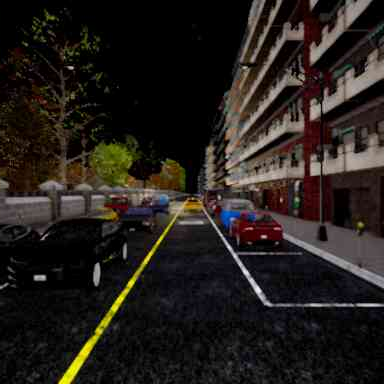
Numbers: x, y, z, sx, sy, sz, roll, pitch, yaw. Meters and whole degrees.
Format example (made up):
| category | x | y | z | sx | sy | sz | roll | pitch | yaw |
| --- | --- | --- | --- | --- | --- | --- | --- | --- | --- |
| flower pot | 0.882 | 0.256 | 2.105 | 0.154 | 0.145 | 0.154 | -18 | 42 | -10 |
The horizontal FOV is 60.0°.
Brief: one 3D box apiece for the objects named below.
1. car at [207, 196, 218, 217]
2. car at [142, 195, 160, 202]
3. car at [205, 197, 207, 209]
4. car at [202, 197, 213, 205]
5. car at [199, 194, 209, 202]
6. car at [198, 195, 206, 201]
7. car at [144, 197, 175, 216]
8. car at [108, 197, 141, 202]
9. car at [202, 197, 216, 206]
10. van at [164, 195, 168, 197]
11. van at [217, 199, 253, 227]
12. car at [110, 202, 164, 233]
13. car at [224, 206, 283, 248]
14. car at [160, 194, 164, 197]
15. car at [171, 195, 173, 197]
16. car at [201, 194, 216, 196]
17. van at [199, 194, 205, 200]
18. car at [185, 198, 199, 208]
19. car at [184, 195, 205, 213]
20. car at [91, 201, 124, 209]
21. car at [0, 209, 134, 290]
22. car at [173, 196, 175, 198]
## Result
| category | x | y | z | sx | sy | sz | roll | pitch | yaw |
| --- | --- | --- | --- | --- | --- | --- | --- | --- | --- |
| car | 2.709 | 1.441 | 31.588 | 1.967 | 1.590 | 4.097 | 0 | 0 | 0 |
| car | -5.665 | 1.448 | 42.853 | 1.967 | 1.590 | 4.097 | 0 | 0 | 0 |
| car | 2.711 | 1.554 | 37.218 | 2.008 | 1.369 | 4.403 | 0 | 0 | 0 |
| car | 2.723 | 1.568 | 59.739 | 1.887 | 1.381 | 4.507 | 0 | 0 | 0 |
| car | 2.732 | 1.365 | 76.629 | 2.192 | 1.841 | 5.009 | 0 | 0 | 0 |
| car | 2.738 | 1.514 | 87.889 | 1.967 | 1.590 | 4.097 | 0 | 0 | 0 |
| car | -3.045 | 1.548 | 32.940 | 2.033 | 1.411 | 5.357 | 0 | 0 | 1 |
| car | -5.674 | 1.314 | 25.962 | 2.192 | 1.841 | 5.009 | 0 | 0 | 0 |
| car | 2.720 | 1.567 | 54.109 | 2.008 | 1.369 | 4.403 | 0 | 0 | 0 |
| van | -5.657 | 1.365 | 59.743 | 1.690 | 1.788 | 3.998 | 0 | 0 | 0 |
| van | 2.704 | 1.338 | 20.328 | 1.690 | 1.788 | 3.998 | 0 | 0 | 0 |
| car | -3.071 | 1.544 | 19.844 | 2.033 | 1.411 | 5.357 | 0 | 0 | 0 |
| car | 2.700 | 1.541 | 14.697 | 1.887 | 1.381 | 4.507 | 0 | 0 | 0 |
| car | -5.662 | 1.452 | 48.483 | 1.967 | 1.590 | 4.097 | 0 | 0 | 0 |
| car | -5.651 | 1.591 | 71.002 | 2.008 | 1.369 | 4.403 | 0 | 0 | 0 |
| car | 2.718 | 1.327 | 48.478 | 2.192 | 1.841 | 5.009 | 0 | 0 | 0 |
| van | 2.741 | 1.426 | 93.520 | 1.690 | 1.788 | 3.998 | 0 | 0 | 0 |
| car | 0.033 | 1.577 | 49.502 | 1.994 | 1.385 | 4.181 | 0 | 0 | 0 |
| car | 0.118 | 1.481 | 37.155 | 1.882 | 1.535 | 5.008 | 0 | 0 | 0 |
| car | -5.677 | 1.522 | 20.162 | 1.752 | 1.417 | 4.829 | 0 | 0 | 0 |
| car | -3.086 | 1.475 | 9.268 | 1.882 | 1.535 | 5.008 | 0 | 0 | 0 |
| car | -5.639 | 1.611 | 93.354 | 1.752 | 1.417 | 4.829 | 0 | 0 | 0 |
